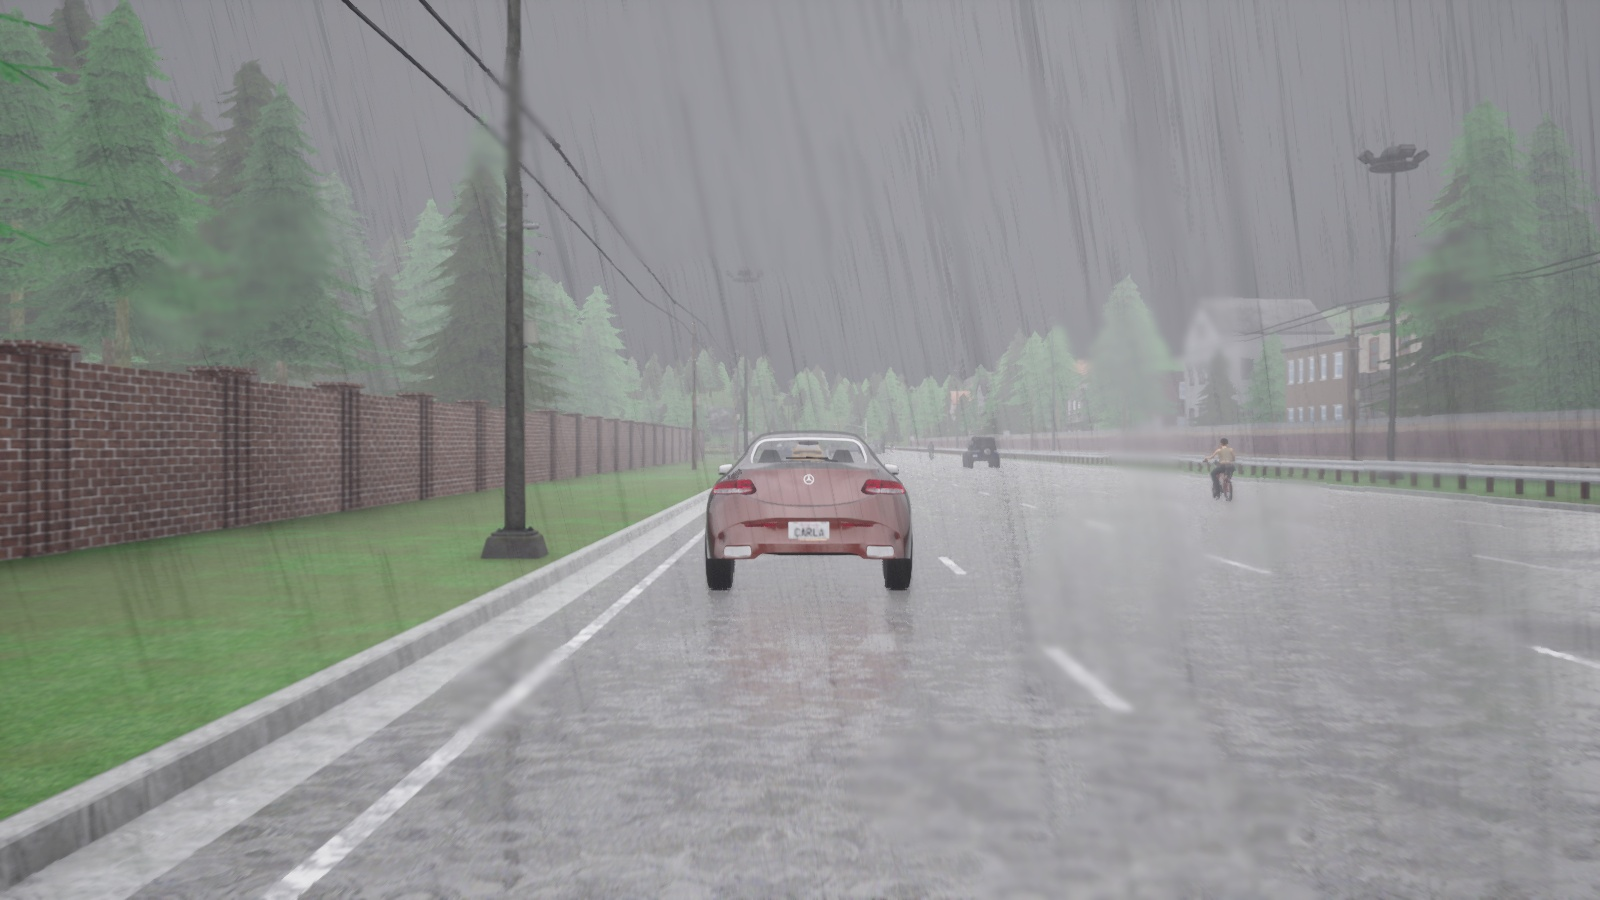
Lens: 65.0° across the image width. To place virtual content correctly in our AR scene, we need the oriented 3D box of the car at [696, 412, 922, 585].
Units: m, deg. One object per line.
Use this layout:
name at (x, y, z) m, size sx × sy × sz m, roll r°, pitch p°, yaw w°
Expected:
car at (0.099, 0.448, 14.458) m, size 2.152 × 1.651 × 5.027 m, roll 0°, pitch 0°, yaw 0°

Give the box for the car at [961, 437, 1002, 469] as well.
car at (10.951, 0.148, 75.913) m, size 1.905 × 1.878 × 3.866 m, roll 0°, pitch 0°, yaw 0°

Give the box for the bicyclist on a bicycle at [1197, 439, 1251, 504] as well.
bicyclist on a bicycle at (10.693, 0.523, 31.734) m, size 0.866 × 1.612 × 1.509 m, roll 0°, pitch 0°, yaw 1°
